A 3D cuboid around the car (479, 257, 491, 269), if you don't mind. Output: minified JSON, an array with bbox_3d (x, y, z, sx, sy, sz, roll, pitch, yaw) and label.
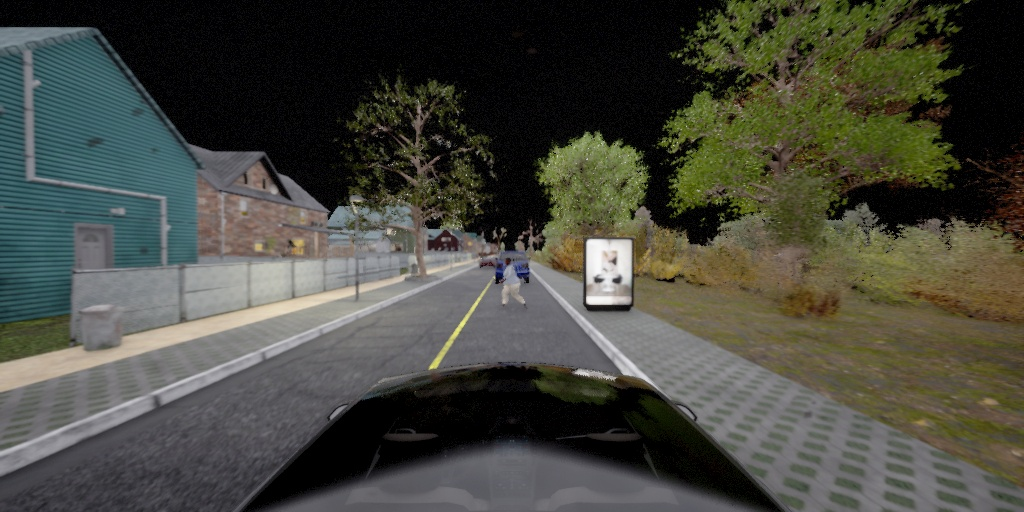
[{"bbox_3d":[-2.825,0.777,42.309,1.895,1.301,4.718,0,1,0],"label":"car"}]

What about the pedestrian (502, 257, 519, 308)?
[{"bbox_3d":[-0.042,0.895,12.229,0.375,1.860,0.375,0,1,-6],"label":"pedestrian"}]

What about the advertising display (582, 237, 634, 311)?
[{"bbox_3d":[3.012,0.639,11.291,1.540,2.440,0.280,0,0,0],"label":"advertising display"}]

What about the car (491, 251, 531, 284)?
[{"bbox_3d":[0.041,0.664,23.604,2.150,2.045,5.566,0,1,0],"label":"car"}]
